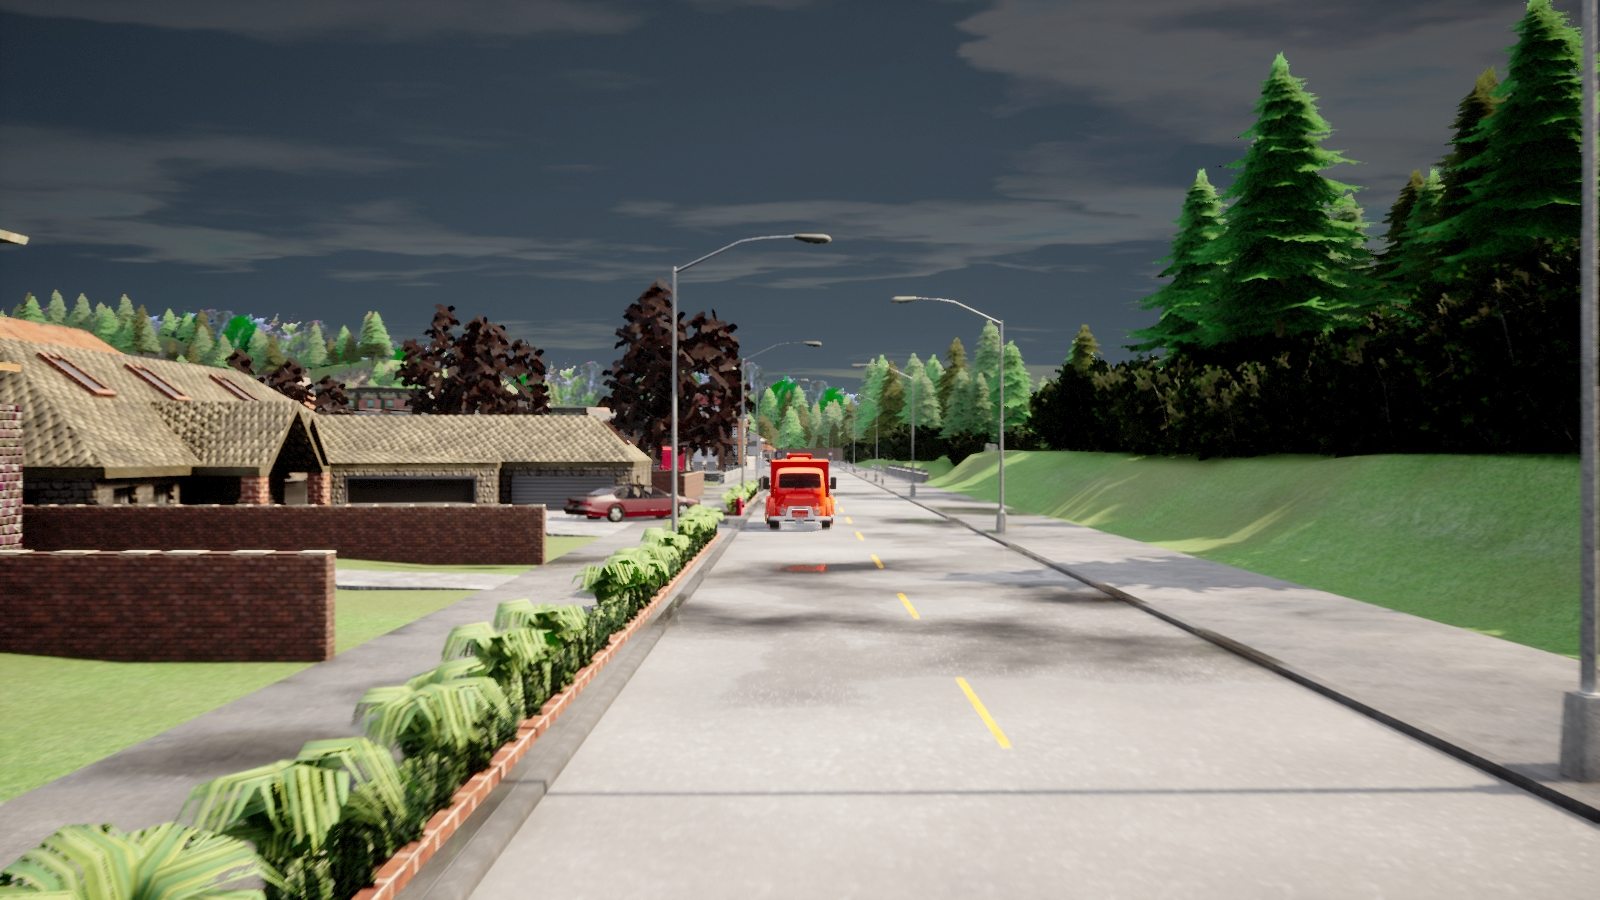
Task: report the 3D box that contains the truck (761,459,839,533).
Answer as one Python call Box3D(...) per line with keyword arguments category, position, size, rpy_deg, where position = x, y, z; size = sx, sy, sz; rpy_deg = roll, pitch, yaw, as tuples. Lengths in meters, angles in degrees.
Box3D(category="truck", position=(-0.007, 1.568, 41.144), size=(2.627, 2.467, 5.204), rpy_deg=(0, 0, 0))
